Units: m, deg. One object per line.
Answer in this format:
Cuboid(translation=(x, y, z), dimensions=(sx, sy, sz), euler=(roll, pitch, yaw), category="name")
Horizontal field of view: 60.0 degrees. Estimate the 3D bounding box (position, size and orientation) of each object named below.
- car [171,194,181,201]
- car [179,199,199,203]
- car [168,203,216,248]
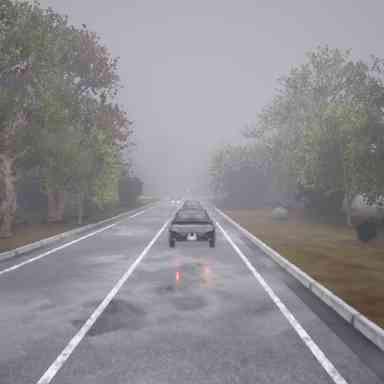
Cuboid(translation=(-3.499, 1.108, 72.715), dimensions=(2.128, 1.511, 4.902), euler=(0, 0, 0), category="car")
Cuboid(translation=(0.000, 1.476, 29.647), dimensions=(1.994, 1.385, 4.181), euler=(0, 0, 0), category="car")
Cuboid(translation=(0.000, 1.468, 14.648), dimensions=(2.128, 1.511, 4.902), euler=(0, 0, 0), category="car")
